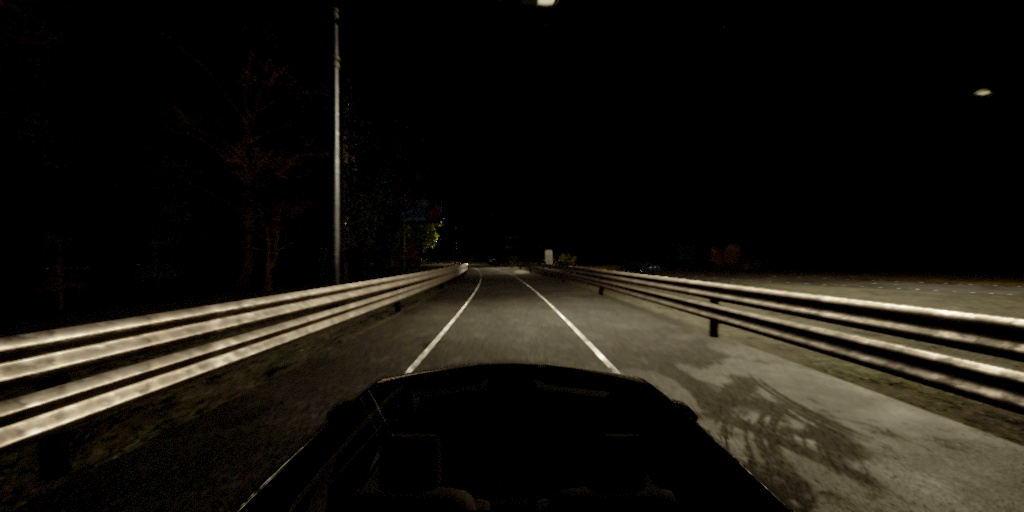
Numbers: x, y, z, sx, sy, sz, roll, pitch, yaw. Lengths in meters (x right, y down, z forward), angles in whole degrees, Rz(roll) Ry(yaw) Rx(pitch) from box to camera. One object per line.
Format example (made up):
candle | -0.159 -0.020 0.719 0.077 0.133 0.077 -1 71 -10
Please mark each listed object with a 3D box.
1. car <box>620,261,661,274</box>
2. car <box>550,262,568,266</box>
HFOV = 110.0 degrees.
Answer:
car | 15.164 1.353 42.528 2.033 1.411 5.357 0 0 -20
car | 7.816 1.632 62.230 1.895 1.301 4.718 0 0 -20
